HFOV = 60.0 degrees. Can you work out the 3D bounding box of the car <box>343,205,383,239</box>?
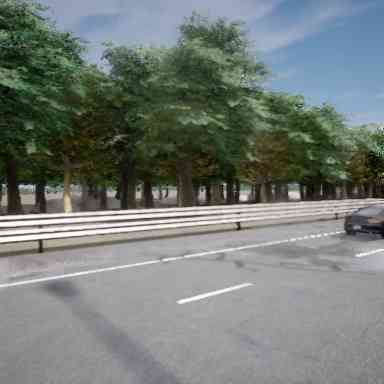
[{"bbox_3d":[9.037,1.365,15.935,4.674,1.442,1.812,-1,1,-38],"label":"car"}]
